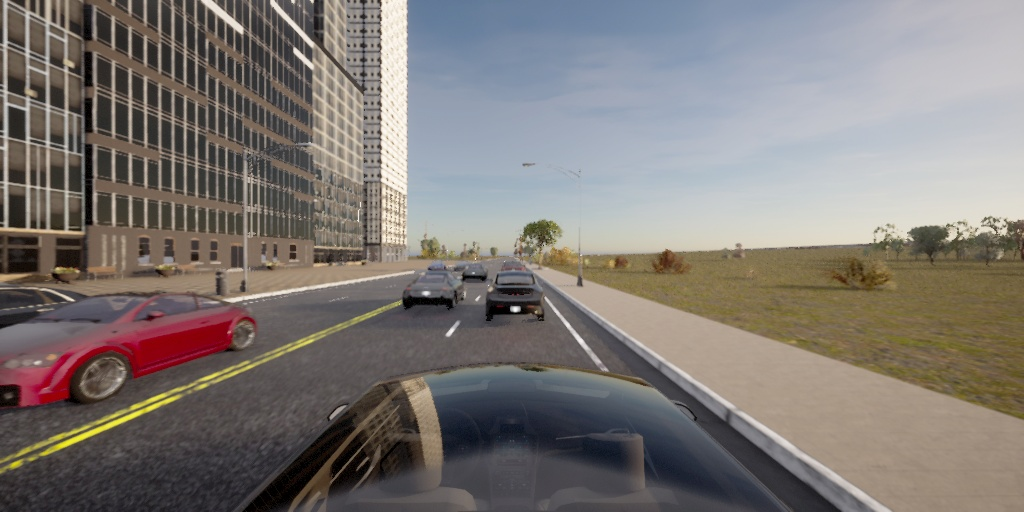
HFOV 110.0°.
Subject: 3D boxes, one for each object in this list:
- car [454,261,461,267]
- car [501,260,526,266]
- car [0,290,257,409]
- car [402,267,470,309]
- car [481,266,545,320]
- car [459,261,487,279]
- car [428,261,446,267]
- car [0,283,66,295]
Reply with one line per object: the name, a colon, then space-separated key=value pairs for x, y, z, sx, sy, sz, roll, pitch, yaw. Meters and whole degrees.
car: x=-6.588 y=1.365 z=47.922 sx=1.812 sy=1.442 sz=4.674 roll=0 pitch=0 yaw=0
car: x=0.095 y=1.158 z=30.501 sx=2.097 sy=1.767 sz=4.553 roll=0 pitch=0 yaw=0
car: x=-6.601 y=1.322 z=6.173 sx=1.994 sy=1.385 sz=4.181 roll=0 pitch=0 yaw=0
car: x=-3.152 y=1.340 z=15.154 sx=1.994 sy=1.385 sz=4.181 roll=0 pitch=0 yaw=0
car: x=0.099 y=1.276 z=12.654 sx=1.837 sy=1.490 sz=4.892 roll=0 pitch=0 yaw=0
car: x=-3.156 y=1.371 z=31.376 sx=1.994 sy=1.385 sz=4.181 roll=0 pitch=0 yaw=0
car: x=-9.840 y=1.363 z=47.212 sx=1.812 sy=1.442 sz=4.674 roll=0 pitch=0 yaw=0
car: x=-9.850 y=1.263 z=5.991 sx=1.837 sy=1.490 sz=4.892 roll=0 pitch=0 yaw=0
